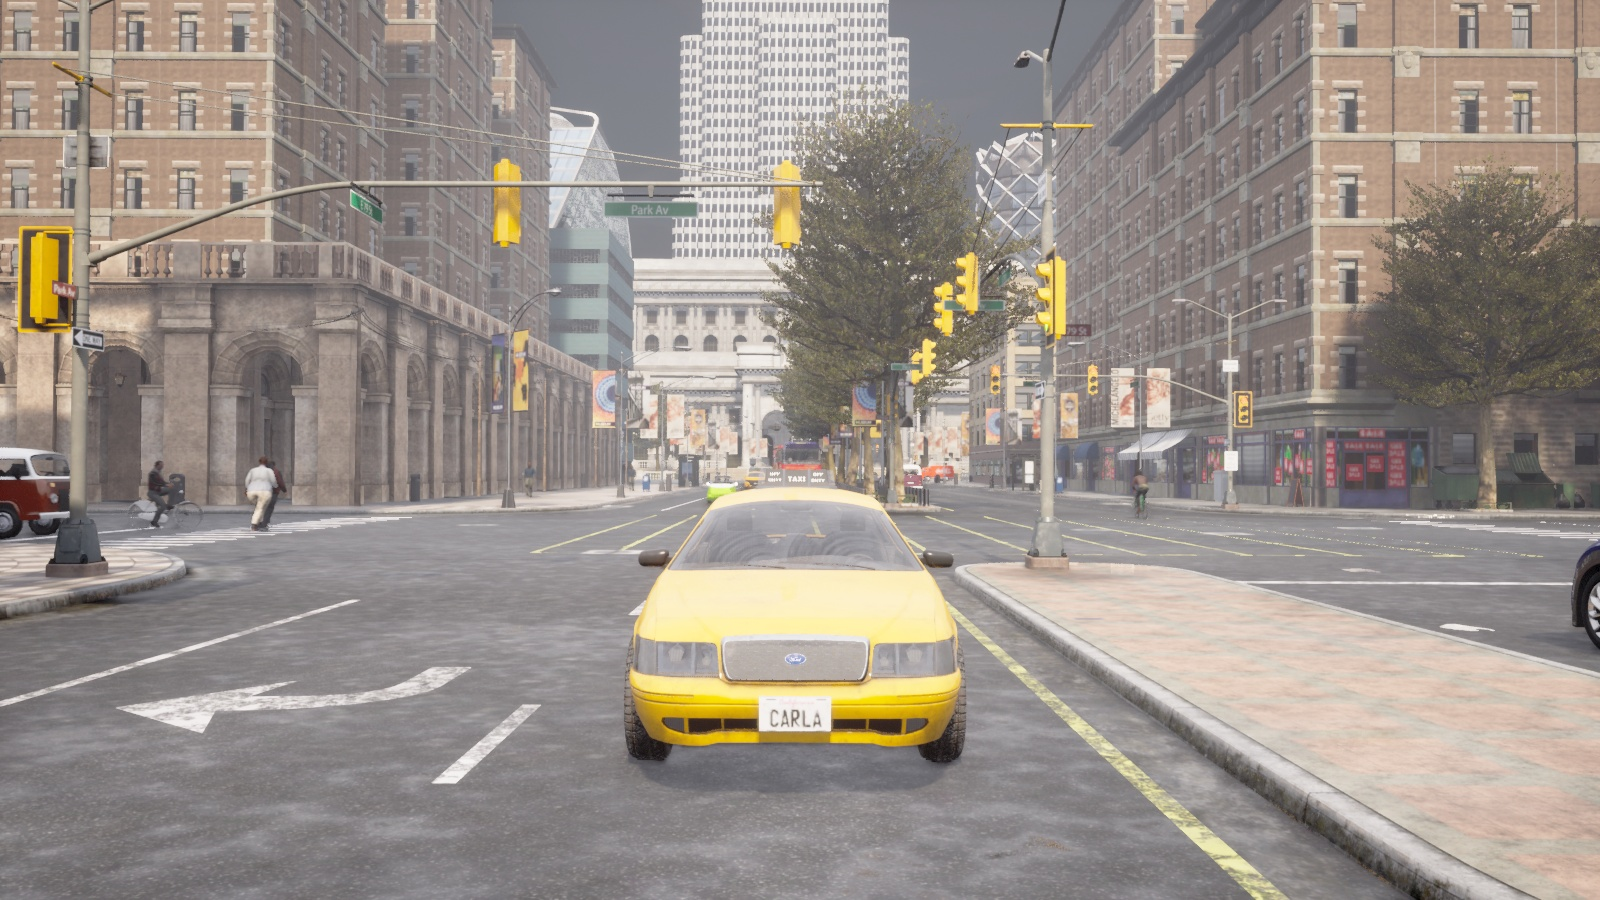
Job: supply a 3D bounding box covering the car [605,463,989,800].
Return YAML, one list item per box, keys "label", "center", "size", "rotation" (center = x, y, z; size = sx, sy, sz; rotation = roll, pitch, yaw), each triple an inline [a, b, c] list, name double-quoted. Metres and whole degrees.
- label: "car"
  center: [-0.020, 0.898, 8.598]
  size: [1.801, 1.575, 5.366]
  rotation: [0, -1, 0]

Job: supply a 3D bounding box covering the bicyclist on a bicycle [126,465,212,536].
- label: "bicyclist on a bicycle"
  center: [-16.090, 1.287, 32.069]
  size: [1.843, 1.776, 0.659]
  rotation: [0, -1, -4]

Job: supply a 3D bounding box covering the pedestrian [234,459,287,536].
- label: "pedestrian"
  center: [-13.077, 1.141, 30.472]
  size: [0.874, 1.855, 0.900]
  rotation: [0, -1, 3]

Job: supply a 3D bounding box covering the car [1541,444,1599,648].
- label: "car"
  center: [7.978, 0.799, 9.444]
  size: [2.097, 1.767, 4.553]
  rotation: [0, -1, 0]

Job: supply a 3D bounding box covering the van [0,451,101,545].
- label: "van"
  center: [-18.636, 1.092, 28.412]
  size: [4.480, 2.038, 2.069]
  rotation: [-1, -1, 0]

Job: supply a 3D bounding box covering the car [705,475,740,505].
- label: "car"
  center: [-3.634, 1.876, 59.223]
  size: [1.481, 1.376, 2.207]
  rotation: [0, -1, 0]

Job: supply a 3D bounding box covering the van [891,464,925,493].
- label: "van"
  center: [7.793, 2.027, 90.763]
  size: [2.069, 2.038, 4.480]
  rotation: [0, -1, 0]

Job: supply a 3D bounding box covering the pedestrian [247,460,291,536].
- label: "pedestrian"
  center: [-13.202, 1.183, 31.242]
  size: [0.634, 1.844, 0.899]
  rotation: [0, -1, 10]

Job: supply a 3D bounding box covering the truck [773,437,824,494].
- label: "truck"
  center: [-0.217, 1.134, 88.553]
  size: [2.891, 3.827, 8.468]
  rotation: [0, -1, -5]

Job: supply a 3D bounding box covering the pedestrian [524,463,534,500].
- label: "pedestrian"
  center: [-13.666, 1.587, 63.345]
  size: [0.370, 1.835, 0.726]
  rotation: [0, -1, 0]
